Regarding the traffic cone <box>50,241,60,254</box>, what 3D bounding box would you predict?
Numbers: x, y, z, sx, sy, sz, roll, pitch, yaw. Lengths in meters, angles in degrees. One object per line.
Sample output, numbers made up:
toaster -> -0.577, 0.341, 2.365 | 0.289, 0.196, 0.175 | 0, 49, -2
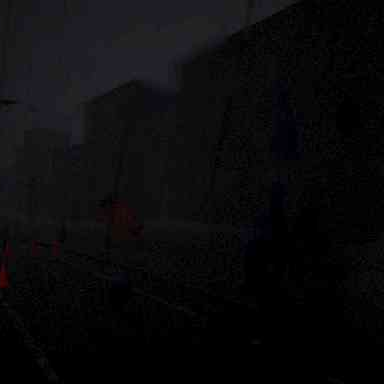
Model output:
traffic cone -> -6.472, 2.625, 15.740 | 0.340, 0.580, 0.340 | 3, -4, -38

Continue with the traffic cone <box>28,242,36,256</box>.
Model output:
traffic cone -> -7.263, 2.589, 15.132 | 0.340, 0.580, 0.340 | 3, -4, -37

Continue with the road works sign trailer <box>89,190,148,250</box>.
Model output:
road works sign trailer -> -3.901, 1.703, 17.032 | 2.380, 2.880, 3.560 | 44, -2, -2

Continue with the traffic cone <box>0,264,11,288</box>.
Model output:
traffic cone -> -5.186, 2.297, 9.162 | 0.340, 0.580, 0.340 | 3, -3, -37
